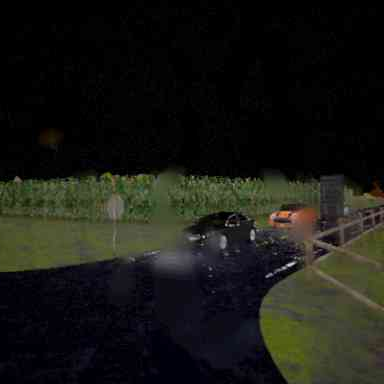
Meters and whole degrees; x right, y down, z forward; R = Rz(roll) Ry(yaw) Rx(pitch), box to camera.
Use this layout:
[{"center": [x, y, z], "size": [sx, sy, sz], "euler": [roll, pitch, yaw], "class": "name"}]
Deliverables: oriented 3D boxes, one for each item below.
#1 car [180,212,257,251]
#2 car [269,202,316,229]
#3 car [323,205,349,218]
[{"center": [1.382, 1.710, 15.459], "size": [1.837, 1.490, 4.892], "euler": [-2, -1, 35], "class": "car"}, {"center": [7.184, 1.608, 23.579], "size": [2.097, 1.767, 4.553], "euler": [-2, -1, 36], "class": "car"}, {"center": [14.787, 1.853, 34.132], "size": [1.812, 1.442, 4.674], "euler": [-2, -1, 35], "class": "car"}]
